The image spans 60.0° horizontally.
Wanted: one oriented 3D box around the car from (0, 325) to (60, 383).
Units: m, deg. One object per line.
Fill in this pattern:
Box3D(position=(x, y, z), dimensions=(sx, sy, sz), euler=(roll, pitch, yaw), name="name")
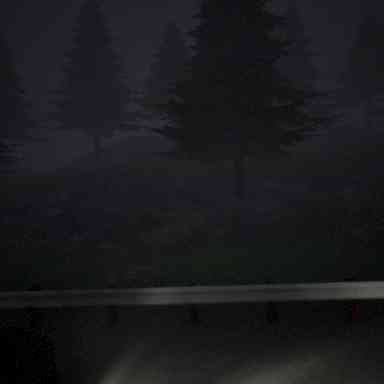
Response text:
Box3D(position=(-3.783, 1.724, 2.923), dimensions=(5.008, 1.535, 1.882), euler=(-2, -2, 1), name="car")
